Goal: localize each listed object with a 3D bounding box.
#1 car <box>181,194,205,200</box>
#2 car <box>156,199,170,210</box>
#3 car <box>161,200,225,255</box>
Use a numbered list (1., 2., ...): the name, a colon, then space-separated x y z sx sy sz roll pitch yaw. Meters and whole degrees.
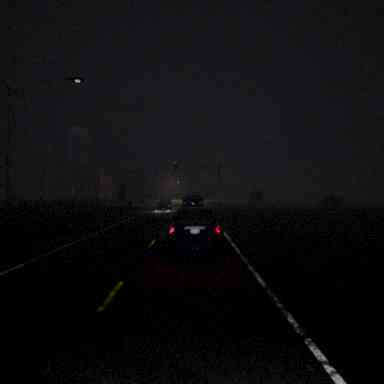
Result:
1. car: 0.102 1.231 34.292 2.150 2.045 5.566 0 0 0
2. car: -3.499 1.624 43.130 2.033 1.411 5.357 0 0 0
3. car: 0.099 1.359 13.433 2.097 1.767 4.553 0 0 0
